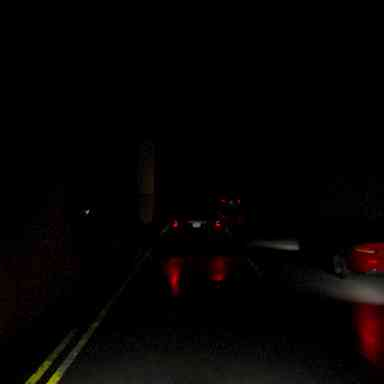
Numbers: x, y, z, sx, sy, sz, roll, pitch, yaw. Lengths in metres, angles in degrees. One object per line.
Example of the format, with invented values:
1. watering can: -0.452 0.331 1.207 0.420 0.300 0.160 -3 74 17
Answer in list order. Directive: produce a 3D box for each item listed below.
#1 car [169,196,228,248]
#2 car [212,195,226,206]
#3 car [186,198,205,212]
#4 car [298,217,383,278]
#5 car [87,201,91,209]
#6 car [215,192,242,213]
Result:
1. car: 0.189 1.235 14.365 2.097 1.767 4.553 0 0 0
2. car: 3.748 1.150 46.872 1.812 1.442 4.674 0 1 1
3. car: 0.327 1.315 35.239 1.895 1.301 4.718 0 0 0
4. car: 4.607 1.453 9.747 1.812 1.442 4.674 0 0 0
5. car: -10.349 1.224 38.001 2.033 1.411 5.357 0 0 0
6. car: 3.691 0.959 33.155 2.150 2.045 5.566 0 1 2
